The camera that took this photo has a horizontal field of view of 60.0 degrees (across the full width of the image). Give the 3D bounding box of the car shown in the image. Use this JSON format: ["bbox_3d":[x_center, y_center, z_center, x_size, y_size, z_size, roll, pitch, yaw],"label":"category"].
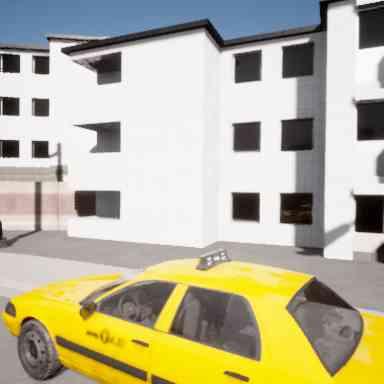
[{"bbox_3d":[-0.026,1.422,3.732,5.366,1.575,1.801,1,1,33],"label":"car"}]
